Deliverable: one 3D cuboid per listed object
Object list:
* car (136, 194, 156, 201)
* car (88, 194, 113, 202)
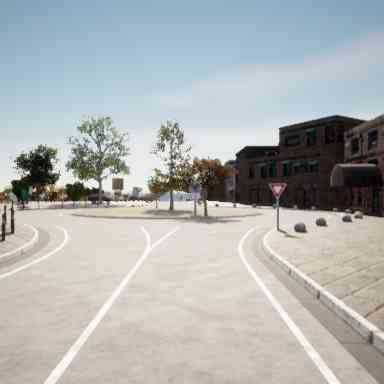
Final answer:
[{"bbox_3d":[-12.170,1.581,85.590,4.553,1.767,2.185,0,-1,-2],"label":"car"},{"bbox_3d":[-24.446,1.499,87.341,5.566,2.045,2.435,0,-1,-2],"label":"car"}]
